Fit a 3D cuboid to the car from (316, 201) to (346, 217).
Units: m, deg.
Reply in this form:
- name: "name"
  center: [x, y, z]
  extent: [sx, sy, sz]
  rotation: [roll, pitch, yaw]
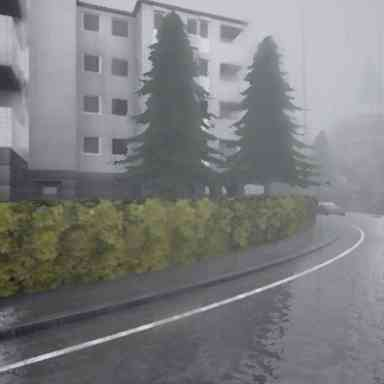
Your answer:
- name: "car"
  center: [13.305, 1.620, 33.010]
  extent: [1.812, 1.442, 4.674]
  rotation: [0, 0, -6]
